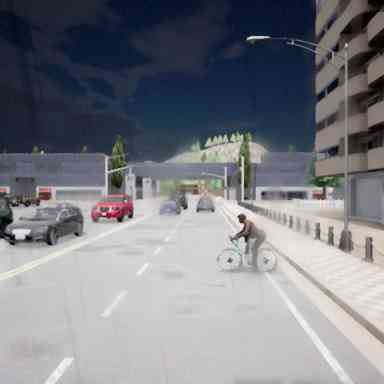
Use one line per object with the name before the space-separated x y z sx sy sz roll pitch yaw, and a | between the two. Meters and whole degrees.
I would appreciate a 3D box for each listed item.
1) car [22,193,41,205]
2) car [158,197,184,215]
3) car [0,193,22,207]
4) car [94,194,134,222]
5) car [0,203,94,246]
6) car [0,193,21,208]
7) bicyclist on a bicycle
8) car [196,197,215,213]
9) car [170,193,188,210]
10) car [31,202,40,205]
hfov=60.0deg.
car | -22.747 1.116 45.727 1.932 1.855 4.605 0 0 3
car | -2.111 1.502 32.912 1.812 1.442 4.674 0 0 2
car | -10.088 1.210 14.441 2.150 2.045 5.566 0 0 2
car | -6.085 1.201 26.170 2.150 2.045 5.566 0 0 3
car | -6.547 1.480 15.320 2.128 1.511 4.902 0 0 2
car | -25.636 1.119 45.911 1.905 1.878 3.866 0 0 3
bicyclist on a bicycle | 1.521 1.424 9.106 1.656 1.620 0.582 0 0 2
car | 1.523 1.538 37.033 1.994 1.385 4.181 0 0 4
car | -1.721 1.190 42.576 2.150 2.045 5.566 0 0 3
car | -9.652 1.544 24.587 1.994 1.385 4.181 0 0 3
